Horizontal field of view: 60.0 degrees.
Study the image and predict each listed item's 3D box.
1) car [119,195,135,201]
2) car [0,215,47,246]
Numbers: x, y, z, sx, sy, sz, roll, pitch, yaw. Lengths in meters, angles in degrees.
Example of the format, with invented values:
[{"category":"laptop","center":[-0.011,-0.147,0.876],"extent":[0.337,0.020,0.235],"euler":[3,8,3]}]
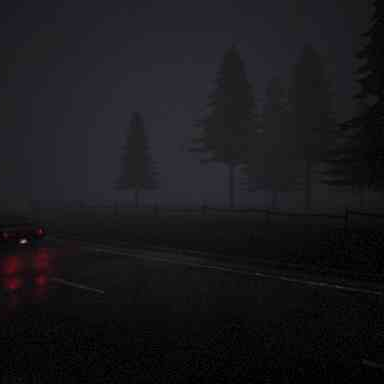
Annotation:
[{"category":"car","center":[-15.696,1.498,81.387],"extent":[2.128,1.511,4.902],"euler":[0,0,36]},{"category":"car","center":[-8.293,1.615,14.084],"extent":[4.718,1.301,1.895],"euler":[0,0,36]}]
